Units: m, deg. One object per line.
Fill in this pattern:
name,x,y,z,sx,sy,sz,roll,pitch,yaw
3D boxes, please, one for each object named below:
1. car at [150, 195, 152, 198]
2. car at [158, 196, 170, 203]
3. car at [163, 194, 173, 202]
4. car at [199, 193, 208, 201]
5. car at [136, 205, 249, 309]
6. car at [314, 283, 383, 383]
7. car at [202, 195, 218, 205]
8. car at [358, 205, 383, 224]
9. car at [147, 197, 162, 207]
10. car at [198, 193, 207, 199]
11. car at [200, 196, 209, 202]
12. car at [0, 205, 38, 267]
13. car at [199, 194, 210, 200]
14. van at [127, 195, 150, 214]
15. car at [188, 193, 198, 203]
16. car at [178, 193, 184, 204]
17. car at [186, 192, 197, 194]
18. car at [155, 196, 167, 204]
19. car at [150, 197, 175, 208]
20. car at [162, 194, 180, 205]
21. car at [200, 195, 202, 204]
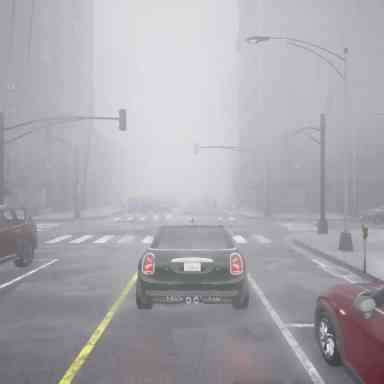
car,-5.828,1.310,41.142,2.192,1.841,5.009,0,0,0
car,-5.807,1.540,69.121,2.008,1.369,4.403,0,0,0
car,-5.798,1.302,80.312,2.192,1.841,5.009,0,0,0
car,3.065,1.210,86.549,2.150,2.045,5.566,0,0,0
car,0.015,1.352,8.020,2.097,1.767,4.553,0,0,0
car,2.669,1.440,3.094,1.967,1.590,4.097,0,0,0
car,2.702,1.519,46.925,1.752,1.417,4.829,0,0,0
car,14.394,1.515,23.707,4.674,1.442,1.812,0,0,1
car,-5.820,1.537,52.334,1.887,1.381,4.507,0,0,0
car,2.715,1.305,63.538,2.192,1.841,5.009,0,0,0
car,2.723,1.570,74.727,1.802,1.307,4.206,0,0,0
car,-5.853,1.315,8.598,2.192,1.841,5.009,0,0,0
car,2.711,1.557,57.944,1.947,1.339,4.313,0,0,0
van,-5.832,1.337,35.546,1.690,1.788,3.998,0,0,0
car,0.104,1.515,66.573,1.812,1.442,4.674,0,0,0
car,-3.004,1.468,63.169,1.882,1.535,5.008,0,0,0
car,0.057,1.361,76.540,1.812,1.442,4.674,0,0,0
car,-5.811,1.515,63.355,1.752,1.417,4.829,0,0,0
car,-3.098,1.543,35.855,2.033,1.411,5.357,0,0,-4
car,-3.064,1.472,47.321,1.882,1.535,5.008,0,0,0
car,2.707,1.544,52.349,2.008,1.369,4.403,0,0,0
